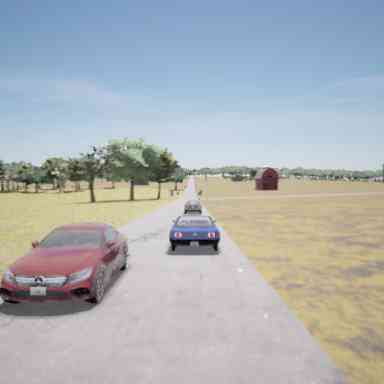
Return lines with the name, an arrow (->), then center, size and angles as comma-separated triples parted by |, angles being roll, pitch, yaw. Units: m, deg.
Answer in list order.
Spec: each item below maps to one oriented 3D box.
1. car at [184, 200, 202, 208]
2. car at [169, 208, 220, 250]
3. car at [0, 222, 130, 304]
car -> 0.098, 1.558, 35.041 | 2.033, 1.411, 5.357 | 0, 0, 0
car -> 0.099, 1.596, 14.311 | 1.895, 1.301, 4.718 | 0, 0, 0
car -> -2.751, 1.521, 8.268 | 1.812, 1.442, 4.674 | 0, 0, 0
